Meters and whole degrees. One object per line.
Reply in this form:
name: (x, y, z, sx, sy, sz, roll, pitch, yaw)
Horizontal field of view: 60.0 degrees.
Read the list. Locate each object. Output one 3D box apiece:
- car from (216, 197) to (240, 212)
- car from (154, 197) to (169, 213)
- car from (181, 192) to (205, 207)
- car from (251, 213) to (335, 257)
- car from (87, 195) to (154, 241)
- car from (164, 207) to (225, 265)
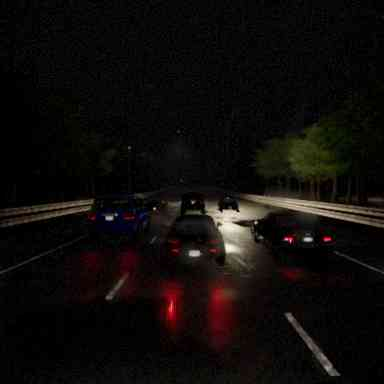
car: (3.599, 1.262, 33.686, 1.812, 1.442, 4.674, 0, 1, 0)
car: (-3.401, 1.251, 32.776, 1.837, 1.490, 4.892, 0, 1, 0)
car: (0.099, 0.979, 31.787, 2.150, 2.045, 5.566, 0, 1, 0)
car: (3.588, 1.498, 12.772, 2.033, 1.411, 5.357, 0, 0, 0)
car: (-3.403, 1.141, 16.374, 2.150, 2.045, 5.566, 0, 1, 0)
car: (0.080, 1.485, 11.373, 1.812, 1.442, 4.674, 0, 1, 0)
